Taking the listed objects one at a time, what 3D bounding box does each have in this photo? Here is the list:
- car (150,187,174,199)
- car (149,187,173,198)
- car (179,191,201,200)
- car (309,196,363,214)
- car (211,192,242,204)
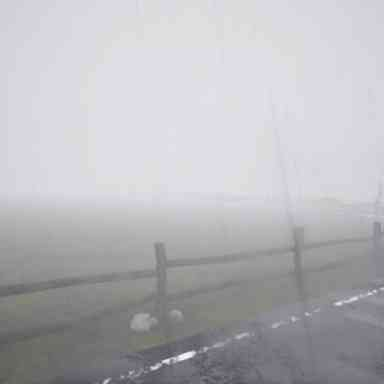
[{"bbox_3d":[-5.391,0.225,59.424,2.150,2.045,5.566,1,1,-35],"label":"car"},{"bbox_3d":[-6.049,0.101,65.160,2.150,2.045,5.566,1,1,-35],"label":"car"},{"bbox_3d":[-0.320,0.595,57.053,2.128,1.511,4.902,1,1,-35],"label":"car"},{"bbox_3d":[13.743,1.193,31.916,1.882,1.535,5.008,1,1,-35],"label":"car"},{"bbox_3d":[4.650,0.826,44.910,1.882,1.535,5.008,1,1,-35],"label":"car"}]
